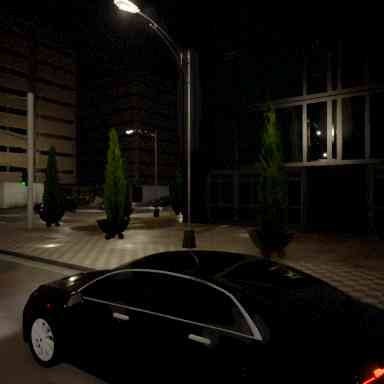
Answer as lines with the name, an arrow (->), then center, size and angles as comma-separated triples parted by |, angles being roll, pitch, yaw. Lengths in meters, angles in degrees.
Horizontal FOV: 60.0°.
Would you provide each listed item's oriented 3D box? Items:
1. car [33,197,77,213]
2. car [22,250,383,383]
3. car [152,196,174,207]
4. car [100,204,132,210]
car -> -15.016, 1.407, 36.522 | 2.097, 1.767, 4.553 | 0, 0, 35
car -> -0.196, 1.505, 4.129 | 4.892, 1.490, 1.837 | 0, 0, 36
car -> -4.129, 1.407, 51.950 | 2.097, 1.767, 4.553 | 0, 0, 35
car -> -9.894, 1.581, 43.774 | 1.812, 1.442, 4.674 | 0, 0, 35
